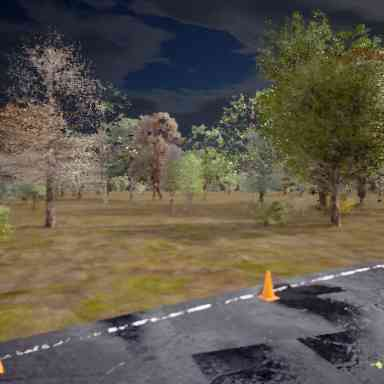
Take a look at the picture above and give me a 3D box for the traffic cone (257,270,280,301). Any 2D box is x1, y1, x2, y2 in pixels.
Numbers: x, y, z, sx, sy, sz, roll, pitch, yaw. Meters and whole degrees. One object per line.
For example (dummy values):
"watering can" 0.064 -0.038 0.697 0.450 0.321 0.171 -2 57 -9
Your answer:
"traffic cone" 1.615 1.942 7.021 0.340 0.580 0.340 0 0 -34
